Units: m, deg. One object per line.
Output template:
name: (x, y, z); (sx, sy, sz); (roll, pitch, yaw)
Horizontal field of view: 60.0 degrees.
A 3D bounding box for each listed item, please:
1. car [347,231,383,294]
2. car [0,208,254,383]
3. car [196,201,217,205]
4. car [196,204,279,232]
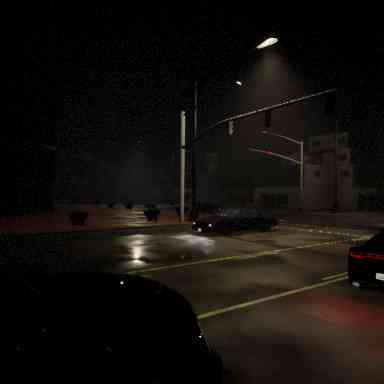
car: (5.700, 1.498, 7.843); (5.008, 1.535, 1.882); (0, 0, -35)
car: (-2.382, 1.222, 2.045); (5.566, 2.045, 2.150); (0, 0, -36)
car: (1.756, 1.656, 36.088); (1.994, 1.385, 4.181); (1, -1, -35)
car: (2.567, 1.581, 18.709); (5.357, 1.411, 2.033); (0, 0, -35)
